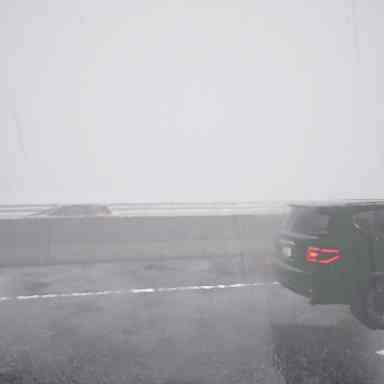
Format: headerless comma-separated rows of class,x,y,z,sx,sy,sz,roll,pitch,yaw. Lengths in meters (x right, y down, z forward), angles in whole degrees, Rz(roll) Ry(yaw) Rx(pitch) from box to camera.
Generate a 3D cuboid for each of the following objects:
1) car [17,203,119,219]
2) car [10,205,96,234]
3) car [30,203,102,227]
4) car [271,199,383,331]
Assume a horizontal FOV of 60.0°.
car,-5.657,1.316,15.652,4.553,1.767,2.097,0,0,-10
car,-7.702,1.526,18.847,4.181,1.385,1.994,0,0,-10
car,-8.307,1.514,22.294,4.181,1.385,1.994,0,0,-10
car,4.369,1.167,6.536,5.566,2.045,2.150,0,0,-10
